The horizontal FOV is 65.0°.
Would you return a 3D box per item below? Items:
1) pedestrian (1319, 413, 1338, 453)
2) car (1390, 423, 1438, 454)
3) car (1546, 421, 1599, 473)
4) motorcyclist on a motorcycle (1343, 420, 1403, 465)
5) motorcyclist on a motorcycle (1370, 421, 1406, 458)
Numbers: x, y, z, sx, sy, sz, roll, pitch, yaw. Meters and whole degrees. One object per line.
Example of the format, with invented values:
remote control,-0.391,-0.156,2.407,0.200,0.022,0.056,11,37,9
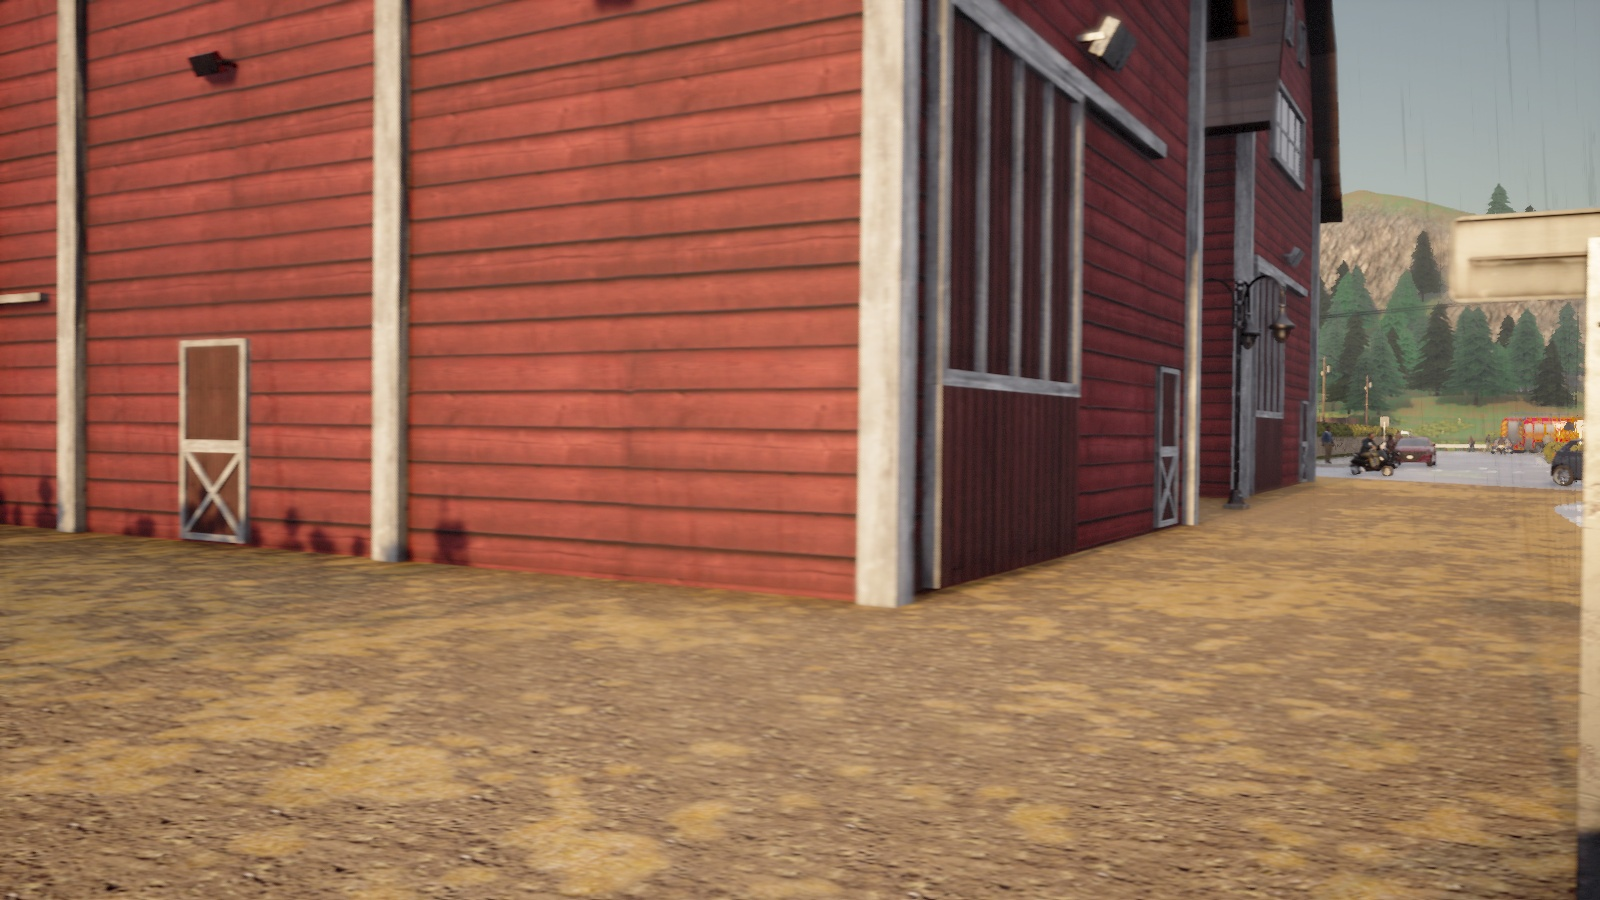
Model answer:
pedestrian,25.424,-0.819,60.402,0.423,1.949,0.788,-1,1,-19
car,31.556,-0.627,64.512,1.882,1.535,5.008,0,1,30
car,24.394,-0.098,37.150,1.845,1.501,3.633,-1,1,-23
motorcyclist on a motorcycle,20.645,-0.286,45.294,0.866,1.590,1.817,-1,2,-28
motorcyclist on a motorcycle,27.244,-0.503,58.137,0.766,1.649,2.350,0,1,45
